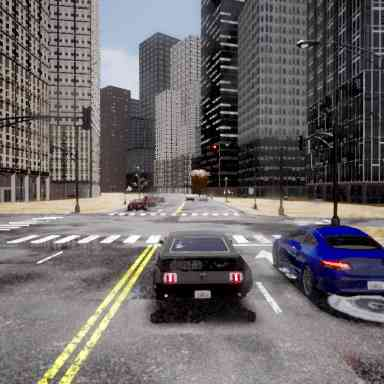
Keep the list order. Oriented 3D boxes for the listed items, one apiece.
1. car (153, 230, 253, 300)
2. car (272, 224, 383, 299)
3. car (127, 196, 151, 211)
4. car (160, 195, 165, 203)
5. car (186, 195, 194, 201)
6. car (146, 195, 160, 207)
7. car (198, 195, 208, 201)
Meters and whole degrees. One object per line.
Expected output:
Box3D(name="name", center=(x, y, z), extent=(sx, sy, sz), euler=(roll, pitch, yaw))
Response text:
Box3D(name="car", center=(0.104, 1.598, 8.347), extent=(1.895, 1.301, 4.718), euler=(0, 0, -3))
Box3D(name="car", center=(3.347, 1.523, 8.318), extent=(1.812, 1.442, 4.674), euler=(0, 0, 1))
Box3D(name="car", center=(-6.573, 1.531, 40.405), extent=(1.994, 1.385, 4.181), euler=(0, 0, 0))
Box3D(name="car", center=(-6.559, 1.404, 67.082), extent=(2.128, 1.511, 4.902), euler=(0, 0, 0))
Box3D(name="car", center=(-0.502, 1.469, 80.504), extent=(1.895, 1.301, 4.718), euler=(0, 0, -4))
Box3D(name="car", center=(-6.567, 1.300, 50.655), extent=(2.097, 1.767, 4.553), euler=(0, 0, 0))
Box3D(name="car", center=(2.747, 1.397, 80.620), extent=(1.812, 1.442, 4.674), euler=(0, 0, -4))
